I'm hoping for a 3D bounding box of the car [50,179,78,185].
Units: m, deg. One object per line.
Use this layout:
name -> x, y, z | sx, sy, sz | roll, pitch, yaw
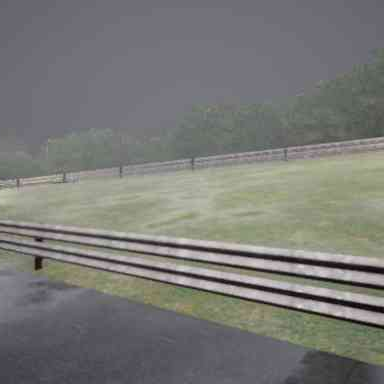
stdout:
car -> -21.297, -1.520, 55.245 | 4.718, 1.301, 1.895 | -4, -2, 28
